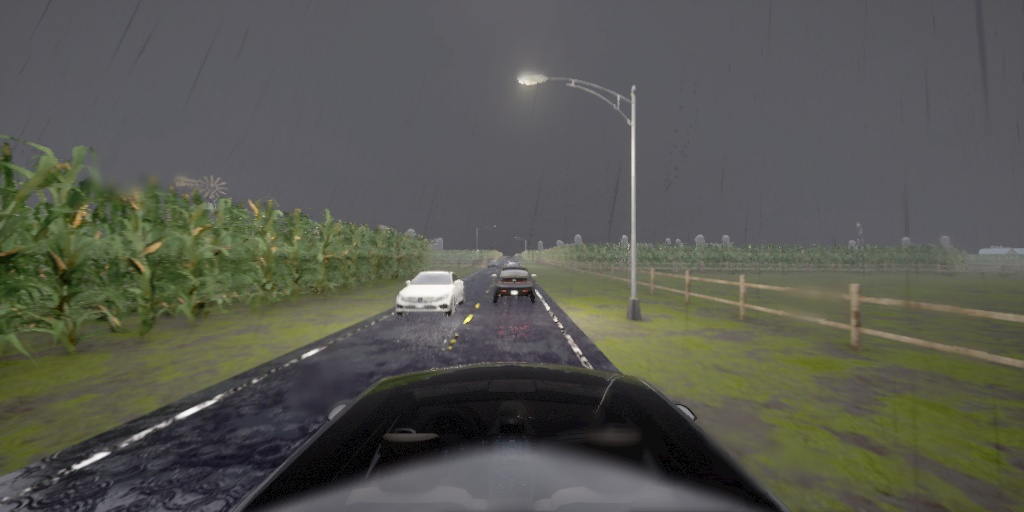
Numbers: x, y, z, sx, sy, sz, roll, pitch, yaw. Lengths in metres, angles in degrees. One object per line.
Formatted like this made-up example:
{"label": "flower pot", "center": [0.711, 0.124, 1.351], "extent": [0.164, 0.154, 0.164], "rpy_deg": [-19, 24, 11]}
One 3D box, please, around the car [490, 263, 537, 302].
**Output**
{"label": "car", "center": [0.099, 1.249, 17.055], "extent": [1.837, 1.490, 4.892], "rpy_deg": [0, 0, 0]}

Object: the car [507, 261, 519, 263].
{"label": "car", "center": [0.095, 1.272, 41.463], "extent": [2.033, 1.411, 5.357], "rpy_deg": [0, 0, 0]}

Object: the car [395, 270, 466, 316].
{"label": "car", "center": [-2.852, 1.272, 13.435], "extent": [1.812, 1.442, 4.674], "rpy_deg": [0, 0, 0]}

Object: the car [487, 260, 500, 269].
{"label": "car", "center": [-2.810, 1.270, 55.919], "extent": [1.994, 1.385, 4.181], "rpy_deg": [0, 0, 0]}
